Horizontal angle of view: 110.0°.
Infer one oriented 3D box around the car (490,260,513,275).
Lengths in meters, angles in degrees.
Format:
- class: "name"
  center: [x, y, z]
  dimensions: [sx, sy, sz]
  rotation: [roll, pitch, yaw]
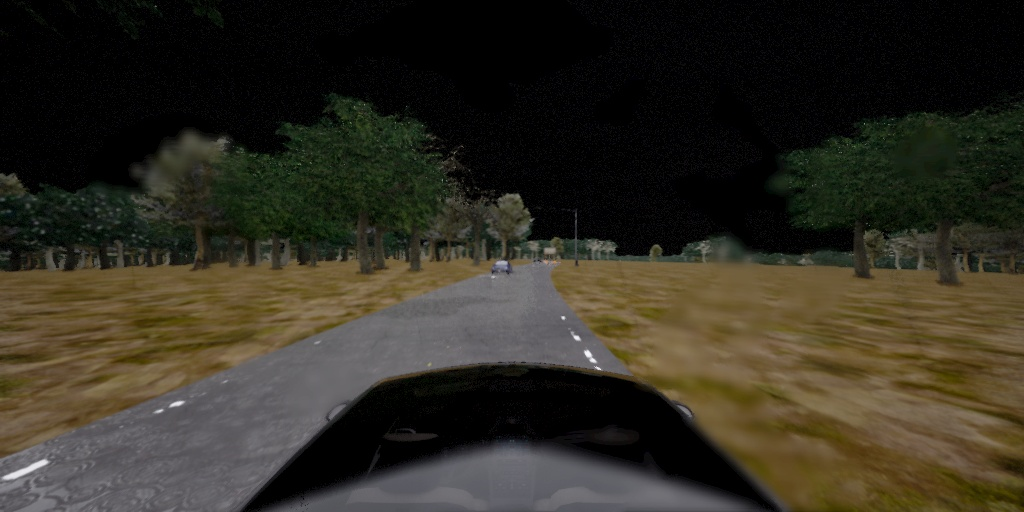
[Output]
- class: "car"
  center: [-1.013, 1.194, 38.106]
  dimensions: [1.812, 1.442, 4.674]
  rotation: [0, 0, 6]
